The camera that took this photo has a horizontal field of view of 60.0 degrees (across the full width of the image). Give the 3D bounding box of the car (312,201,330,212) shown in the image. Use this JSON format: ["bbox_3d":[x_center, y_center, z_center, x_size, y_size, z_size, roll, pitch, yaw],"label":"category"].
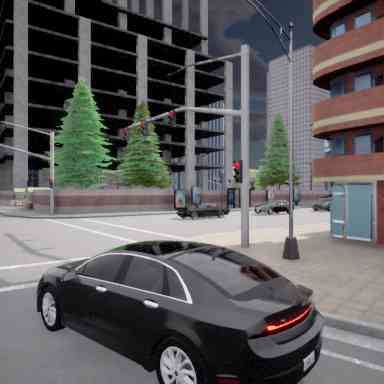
[{"bbox_3d":[16.663,1.407,40.295,4.553,1.767,2.097,0,0,-35],"label":"car"}]

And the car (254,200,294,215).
[{"bbox_3d":[8.566,1.547,34.543,4.902,1.511,2.128,0,0,-35],"label":"car"}]

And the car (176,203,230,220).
[{"bbox_3d":[0.973,1.656,29.125,4.718,1.301,1.895,0,0,-36],"label":"car"}]

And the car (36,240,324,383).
[{"bbox_3d":[-0.602,1.505,5.065,4.892,1.490,1.837,0,0,41],"label":"car"}]
